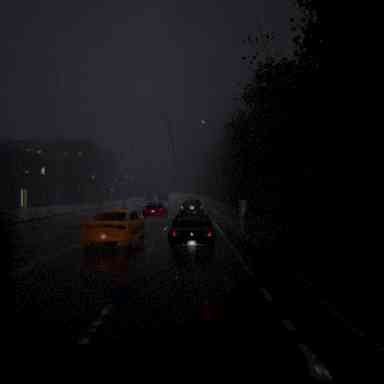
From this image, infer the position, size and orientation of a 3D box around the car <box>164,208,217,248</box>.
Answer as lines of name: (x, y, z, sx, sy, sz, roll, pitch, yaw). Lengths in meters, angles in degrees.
car: (0.000, 1.611, 14.681, 1.895, 1.301, 4.718, 0, 0, 0)

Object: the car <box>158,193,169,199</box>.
car: (-6.501, 1.167, 75.896, 2.150, 2.045, 5.566, 0, 0, 0)

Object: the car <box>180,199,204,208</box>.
car: (0.000, 1.358, 29.621, 2.097, 1.767, 4.553, 0, 0, 0)

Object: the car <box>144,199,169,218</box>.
car: (-3.250, 1.564, 29.652, 1.994, 1.385, 4.181, 0, 0, 0)

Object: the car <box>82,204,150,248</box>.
car: (-3.249, 1.479, 14.651, 1.882, 1.535, 5.008, 0, 0, 0)

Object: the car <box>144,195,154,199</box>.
car: (-9.750, 1.466, 75.927, 1.812, 1.442, 4.674, 0, 0, 0)
